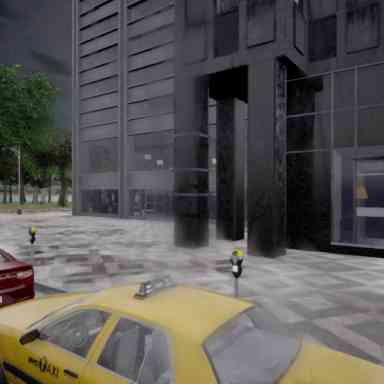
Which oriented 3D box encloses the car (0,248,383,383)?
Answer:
[{"bbox_3d":[-0.558,1.525,3.361,4.829,1.417,1.752,0,0,36],"label":"car"}]
